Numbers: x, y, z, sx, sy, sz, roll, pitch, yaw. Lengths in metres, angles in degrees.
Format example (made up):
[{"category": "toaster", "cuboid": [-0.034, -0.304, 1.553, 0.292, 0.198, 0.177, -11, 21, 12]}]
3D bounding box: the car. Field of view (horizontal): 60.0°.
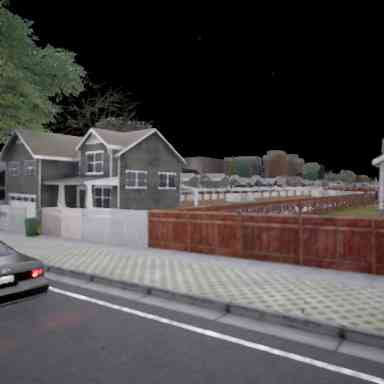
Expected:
[{"category": "car", "cuboid": [-5.358, 1.631, 7.388, 5.357, 1.411, 2.033, -1, 0, 35]}]
